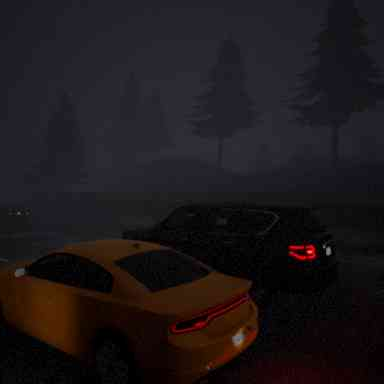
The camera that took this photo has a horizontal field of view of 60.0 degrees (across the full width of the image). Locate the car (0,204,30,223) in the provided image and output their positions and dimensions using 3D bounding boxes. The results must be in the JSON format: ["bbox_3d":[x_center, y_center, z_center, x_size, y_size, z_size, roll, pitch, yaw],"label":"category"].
[{"bbox_3d":[-14.852,1.701,27.223,2.033,1.411,5.357,0,0,-41],"label":"car"}]

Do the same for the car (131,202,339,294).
[{"bbox_3d":[0.535,1.256,8.101,5.566,2.045,2.150,0,0,38],"label":"car"}]

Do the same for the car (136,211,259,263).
[{"bbox_3d":[0.082,1.582,12.963,4.674,1.442,1.812,0,0,39],"label":"car"}]

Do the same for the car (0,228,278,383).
[{"bbox_3d":[-1.444,1.504,5.241,5.008,1.535,1.882,0,0,37],"label":"car"}]
